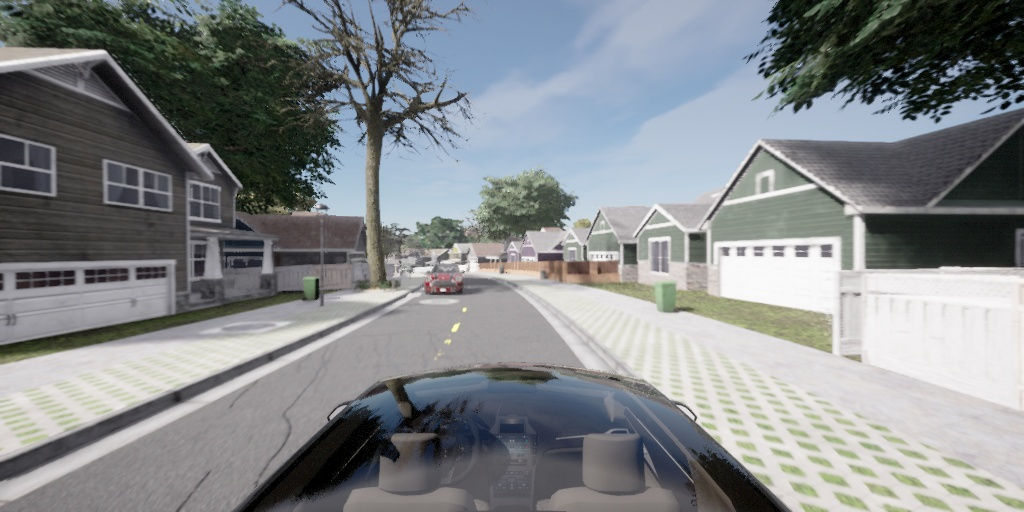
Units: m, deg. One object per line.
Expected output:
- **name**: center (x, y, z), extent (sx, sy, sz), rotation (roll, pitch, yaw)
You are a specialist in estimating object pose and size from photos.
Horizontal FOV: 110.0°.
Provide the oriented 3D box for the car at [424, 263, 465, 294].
- **car**: center (-3.899, 1.250, 21.232), extent (2.097, 1.767, 4.553), rotation (0, -1, -7)
